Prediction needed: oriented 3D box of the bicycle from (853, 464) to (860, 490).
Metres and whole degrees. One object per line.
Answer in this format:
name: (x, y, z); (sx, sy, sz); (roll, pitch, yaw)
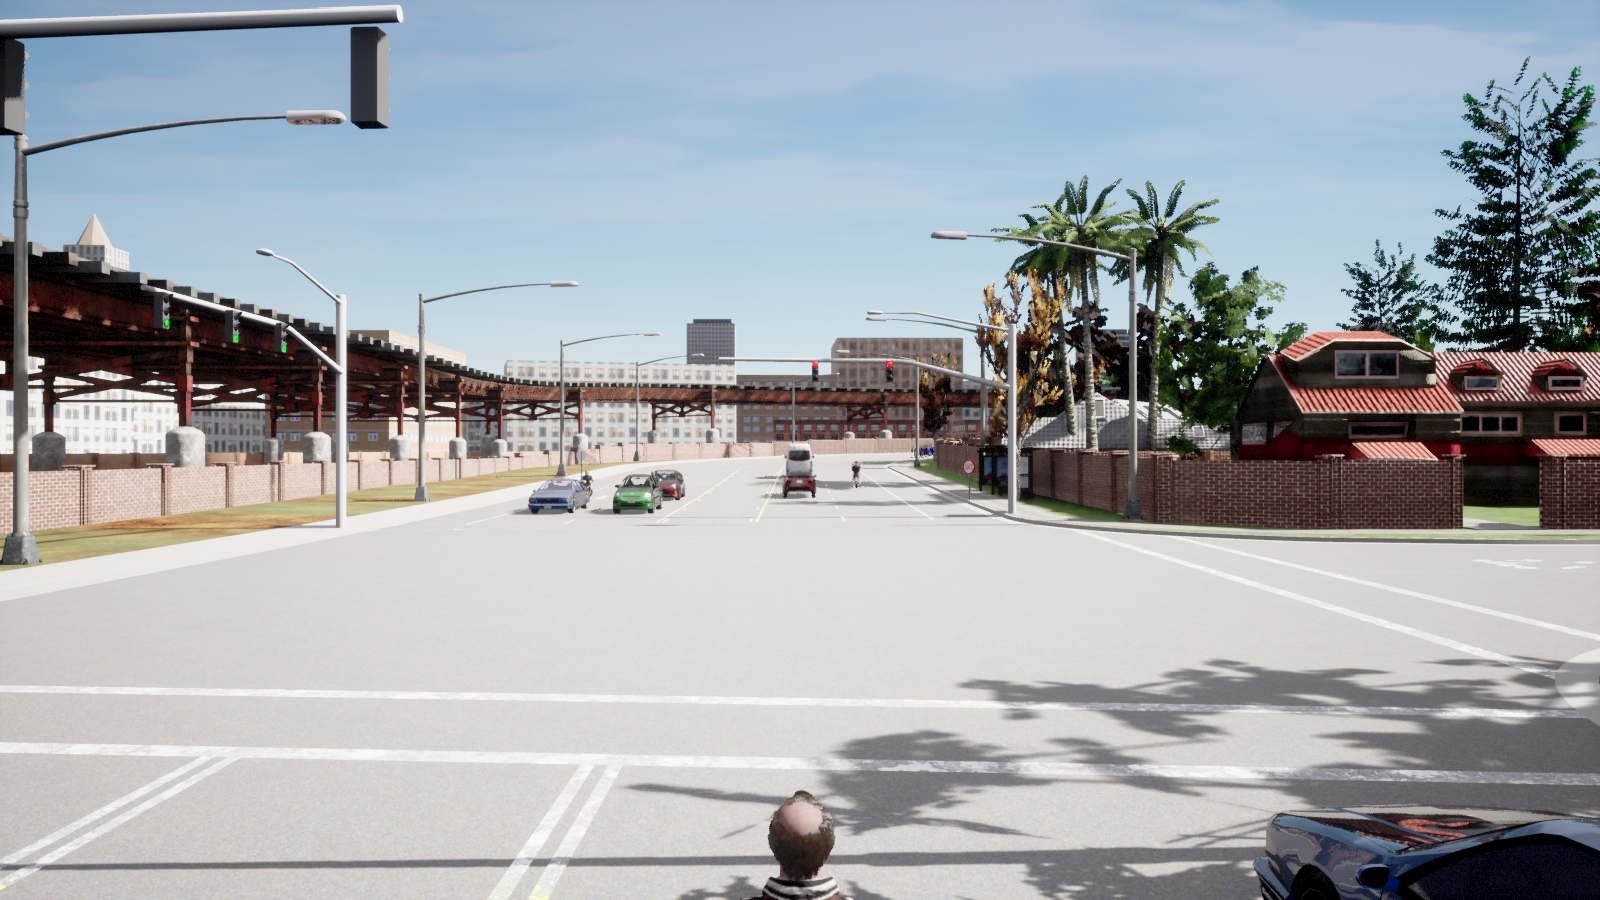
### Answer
bicycle: (3.472, 1.639, 70.448); (0.329, 1.496, 1.835); (0, 1, 0)

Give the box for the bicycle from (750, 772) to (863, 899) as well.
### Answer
bicycle: (0.019, 2.048, 3.681); (0.329, 1.496, 1.835); (0, 0, 0)

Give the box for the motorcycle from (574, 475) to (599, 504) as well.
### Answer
motorcycle: (-10.476, 1.934, 56.002); (0.856, 1.341, 1.805); (0, 1, 1)

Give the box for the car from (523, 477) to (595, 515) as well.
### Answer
car: (-10.533, 1.979, 50.381); (2.033, 1.411, 5.357); (0, 1, 0)

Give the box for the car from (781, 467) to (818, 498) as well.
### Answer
car: (-0.037, 1.750, 63.375); (2.007, 1.525, 4.514); (0, 1, 0)

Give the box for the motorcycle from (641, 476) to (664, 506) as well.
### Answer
motorcycle: (-7.053, 1.947, 54.746); (0.856, 1.341, 1.805); (0, 1, 0)

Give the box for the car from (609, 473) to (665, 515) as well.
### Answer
car: (-7.031, 1.877, 49.699); (1.851, 1.617, 3.988); (0, 1, 0)

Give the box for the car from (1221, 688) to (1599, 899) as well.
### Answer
car: (3.467, 2.106, 4.038); (2.033, 1.411, 5.357); (0, 0, 1)

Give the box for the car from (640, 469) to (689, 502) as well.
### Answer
car: (-7.040, 1.800, 59.633); (2.007, 1.525, 4.514); (0, 1, 0)
